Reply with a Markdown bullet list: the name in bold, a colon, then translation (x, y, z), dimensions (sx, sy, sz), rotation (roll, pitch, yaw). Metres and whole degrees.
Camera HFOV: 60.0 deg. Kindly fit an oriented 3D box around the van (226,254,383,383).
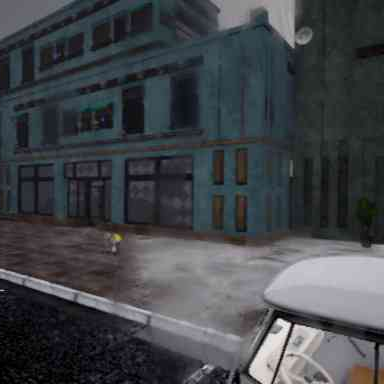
- **van**: translation (2.000, 1.345, 1.443), dimensions (3.998, 1.788, 1.690), rotation (0, 1, 35)
